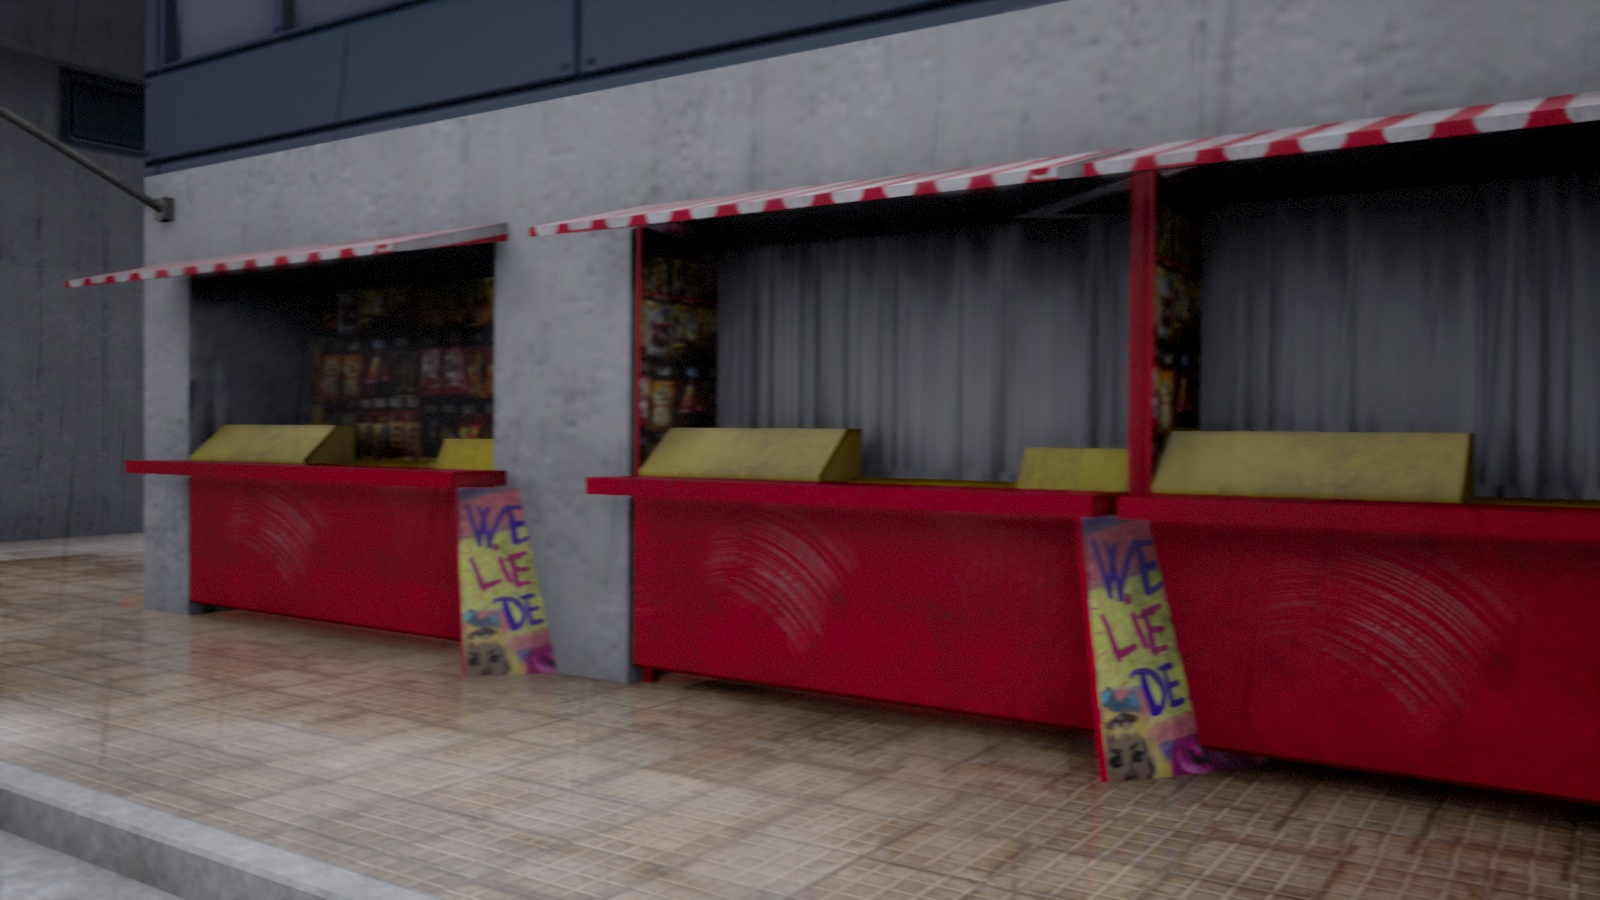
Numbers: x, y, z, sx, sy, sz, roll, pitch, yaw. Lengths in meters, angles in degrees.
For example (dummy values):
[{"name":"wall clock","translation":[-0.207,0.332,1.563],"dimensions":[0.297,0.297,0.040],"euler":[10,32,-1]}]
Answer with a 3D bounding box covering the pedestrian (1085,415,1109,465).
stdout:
[{"name":"pedestrian","translation":[11.706,-0.390,49.511],"dimensions":[0.788,1.949,0.423],"euler":[0,1,34]}]
